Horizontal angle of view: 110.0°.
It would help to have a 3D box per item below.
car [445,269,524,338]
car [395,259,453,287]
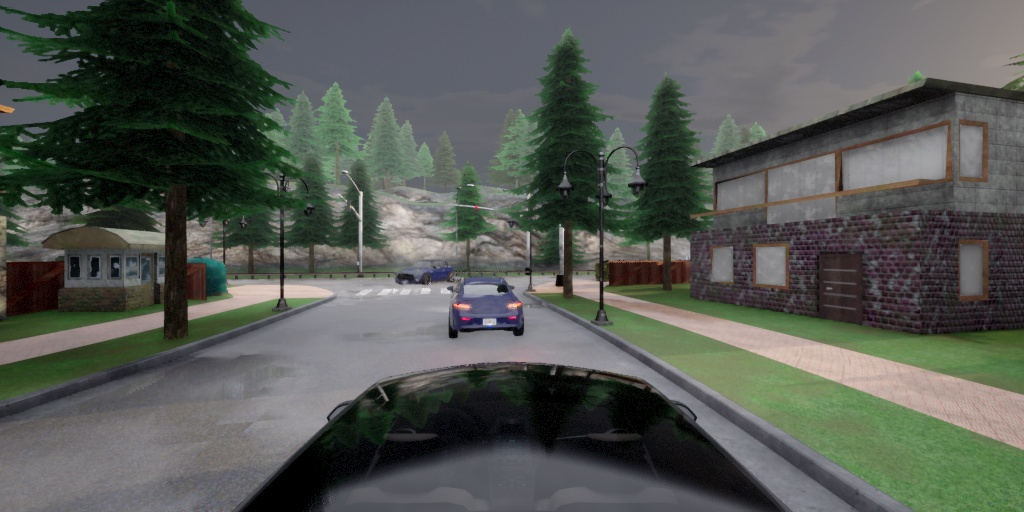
[{"bbox_3d":[-0.836,1.276,10.119,1.812,1.442,4.674,0,0,-9],"label":"car"},{"bbox_3d":[-5.793,1.030,24.202,2.097,1.767,4.553,1,0,22],"label":"car"}]
